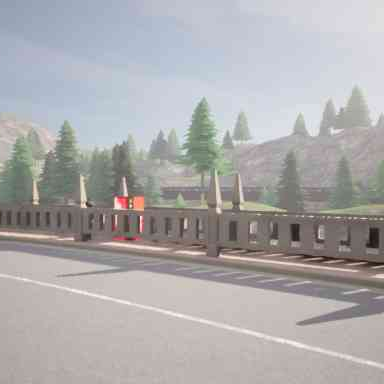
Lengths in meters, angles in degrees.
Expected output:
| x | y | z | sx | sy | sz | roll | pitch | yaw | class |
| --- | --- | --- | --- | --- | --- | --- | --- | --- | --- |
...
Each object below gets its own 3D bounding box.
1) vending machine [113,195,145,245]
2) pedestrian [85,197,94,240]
| x | y | z | sx | sy | sz | roll | pitch | yaw | class |
| --- | --- | --- | --- | --- | --- | --- | --- | --- | --- |
| -2.789 | 1.189 | 14.724 | 0.880 | 2.100 | 1.100 | 1 | 0 | 29 | vending machine |
| -4.503 | 1.136 | 14.334 | 0.375 | 1.860 | 0.375 | 1 | 1 | 28 | pedestrian |
